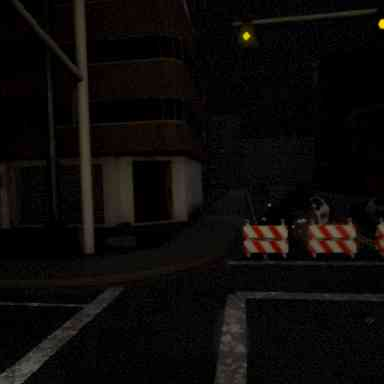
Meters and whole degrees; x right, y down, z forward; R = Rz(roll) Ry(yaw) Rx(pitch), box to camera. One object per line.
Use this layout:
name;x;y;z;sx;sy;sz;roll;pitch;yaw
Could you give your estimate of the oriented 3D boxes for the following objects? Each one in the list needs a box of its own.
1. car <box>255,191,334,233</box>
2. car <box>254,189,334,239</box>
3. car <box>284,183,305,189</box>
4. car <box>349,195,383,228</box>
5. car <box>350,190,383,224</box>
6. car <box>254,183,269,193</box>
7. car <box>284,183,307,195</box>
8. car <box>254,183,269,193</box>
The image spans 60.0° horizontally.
car;4.333;0.688;13.565;1.853;1.218;4.536;0;2;33
car;4.309;0.848;13.526;2.038;1.542;4.974;0;2;33
car;12.043;-0.244;38.913;2.038;1.542;4.974;-1;2;8
car;8.373;0.757;12.588;2.038;1.542;4.974;-2;2;-11
car;8.358;0.598;12.633;1.853;1.218;4.536;-2;2;-11
car;9.946;-0.482;47.854;2.038;1.542;4.974;-1;2;8
car;12.046;-0.403;38.959;1.853;1.218;4.536;-1;2;8
car;9.948;-0.642;47.900;1.853;1.218;4.536;-1;2;8
